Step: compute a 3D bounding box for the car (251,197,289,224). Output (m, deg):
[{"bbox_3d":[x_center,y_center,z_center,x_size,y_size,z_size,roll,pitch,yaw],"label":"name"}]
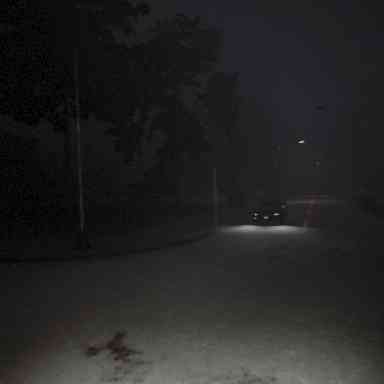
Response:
[{"bbox_3d":[4.960,1.106,20.822,1.837,1.490,4.892,-2,1,21],"label":"car"}]
